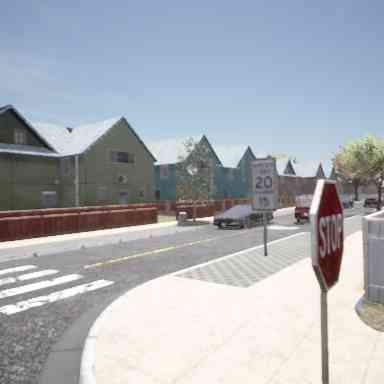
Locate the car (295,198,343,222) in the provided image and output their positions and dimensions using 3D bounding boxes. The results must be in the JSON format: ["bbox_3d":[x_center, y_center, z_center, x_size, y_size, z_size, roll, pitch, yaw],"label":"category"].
[{"bbox_3d":[8.926,1.289,23.665,1.882,1.535,5.008,-2,-1,37],"label":"car"}]

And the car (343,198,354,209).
[{"bbox_3d":[18.671,1.362,41.387,1.895,1.301,4.718,-2,-1,37],"label":"car"}]

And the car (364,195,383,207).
[{"bbox_3d":[23.949,1.160,43.641,1.837,1.490,4.892,-2,-1,37],"label":"car"}]

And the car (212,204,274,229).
[{"bbox_3d":[3.401,1.482,21.220,2.033,1.411,5.357,-2,-1,37],"label":"car"}]
